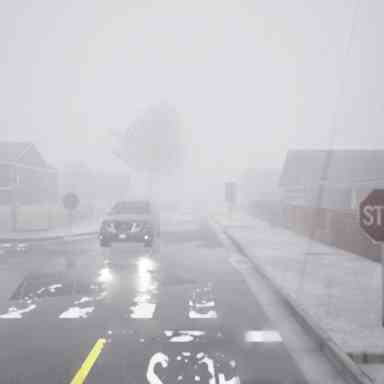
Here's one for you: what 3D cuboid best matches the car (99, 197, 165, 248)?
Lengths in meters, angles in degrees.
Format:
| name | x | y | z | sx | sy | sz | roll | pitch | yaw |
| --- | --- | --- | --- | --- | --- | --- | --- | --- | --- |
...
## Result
| name | x | y | z | sx | sy | sz | roll | pitch | yaw |
| --- | --- | --- | --- | --- | --- | --- | --- | --- | --- |
| car | -2.729 | 1.336 | 15.858 | 2.150 | 2.045 | 5.566 | 0 | 1 | 0 |

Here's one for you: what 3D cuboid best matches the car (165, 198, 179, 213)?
| name | x | y | z | sx | sy | sz | roll | pitch | yaw |
| --- | --- | --- | --- | --- | --- | --- | --- | --- | --- |
| car | -2.688 | 1.551 | 40.864 | 2.097 | 1.767 | 4.553 | 0 | 0 | 0 |
